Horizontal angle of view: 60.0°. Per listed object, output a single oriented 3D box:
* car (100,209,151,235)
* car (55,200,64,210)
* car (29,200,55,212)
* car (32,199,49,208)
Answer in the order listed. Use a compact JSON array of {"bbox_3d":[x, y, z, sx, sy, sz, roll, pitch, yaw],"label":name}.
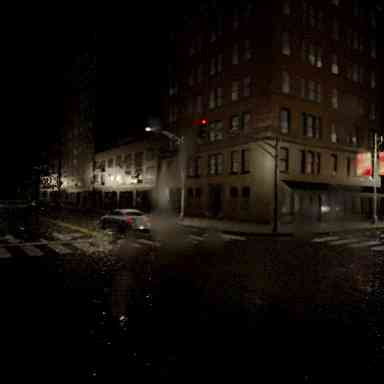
[{"bbox_3d":[-4.172,1.783,20.677,1.812,1.442,4.674,3,-2,-35],"label":"car"},{"bbox_3d":[-20.712,1.972,50.104,1.812,1.442,4.674,2,-1,-35],"label":"car"},{"bbox_3d":[-19.873,1.834,43.194,2.128,1.511,4.902,2,-1,-35],"label":"car"},{"bbox_3d":[-26.622,2.037,58.447,1.994,1.385,4.181,2,-1,-35],"label":"car"}]
